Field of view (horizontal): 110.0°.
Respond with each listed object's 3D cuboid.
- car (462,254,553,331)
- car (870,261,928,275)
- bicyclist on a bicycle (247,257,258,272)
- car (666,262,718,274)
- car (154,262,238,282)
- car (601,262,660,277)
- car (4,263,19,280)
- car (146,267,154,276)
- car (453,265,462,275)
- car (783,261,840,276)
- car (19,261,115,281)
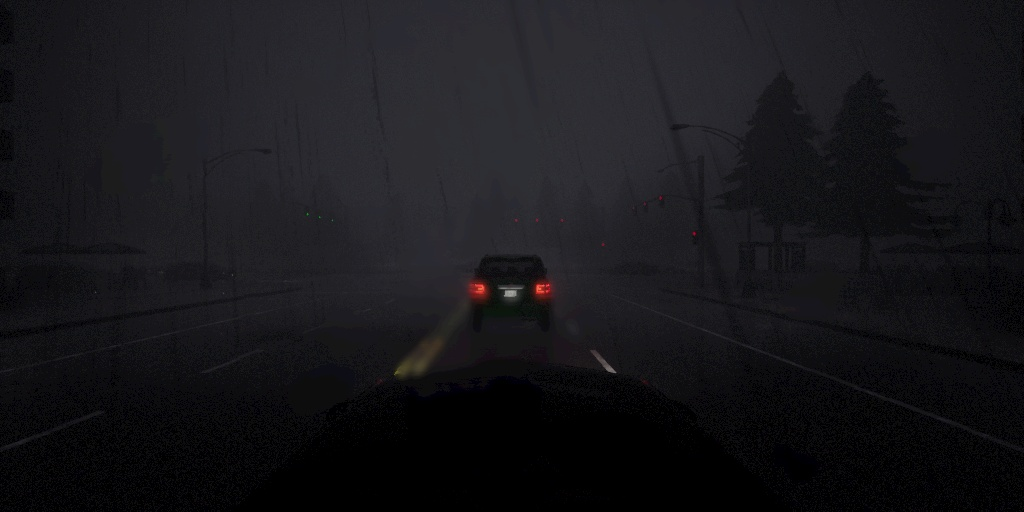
[{"bbox_3d":[-0.020,0.971,11.086,2.150,2.045,5.566,0,0,0],"label":"car"},{"bbox_3d":[40.464,1.220,37.645,4.674,1.442,1.812,0,0,9],"label":"car"},{"bbox_3d":[-30.097,0.995,41.602,0.582,1.620,1.656,0,0,0],"label":"bicyclist on a bicycle"},{"bbox_3d":[19.116,1.295,38.230,4.718,1.301,1.895,0,0,0],"label":"car"},{"bbox_3d":[-23.535,1.199,27.150,4.892,1.490,1.837,0,0,-1],"label":"car"},{"bbox_3d":[11.423,1.243,34.671,5.357,1.411,2.033,0,0,0],"label":"car"},{"bbox_3d":[-39.112,1.201,29.987,4.892,1.490,1.837,0,0,-8],"label":"car"},{"bbox_3d":[-27.767,1.242,30.610,5.357,1.411,2.033,0,0,-2],"label":"car"},{"bbox_3d":[-3.777,1.177,38.040,5.008,1.535,1.882,0,0,0],"label":"car"},{"bbox_3d":[28.815,1.186,34.731,4.902,1.511,2.128,0,0,1],"label":"car"},{"bbox_3d":[-33.002,1.172,26.973,5.008,1.535,1.882,0,0,-2],"label":"car"}]
